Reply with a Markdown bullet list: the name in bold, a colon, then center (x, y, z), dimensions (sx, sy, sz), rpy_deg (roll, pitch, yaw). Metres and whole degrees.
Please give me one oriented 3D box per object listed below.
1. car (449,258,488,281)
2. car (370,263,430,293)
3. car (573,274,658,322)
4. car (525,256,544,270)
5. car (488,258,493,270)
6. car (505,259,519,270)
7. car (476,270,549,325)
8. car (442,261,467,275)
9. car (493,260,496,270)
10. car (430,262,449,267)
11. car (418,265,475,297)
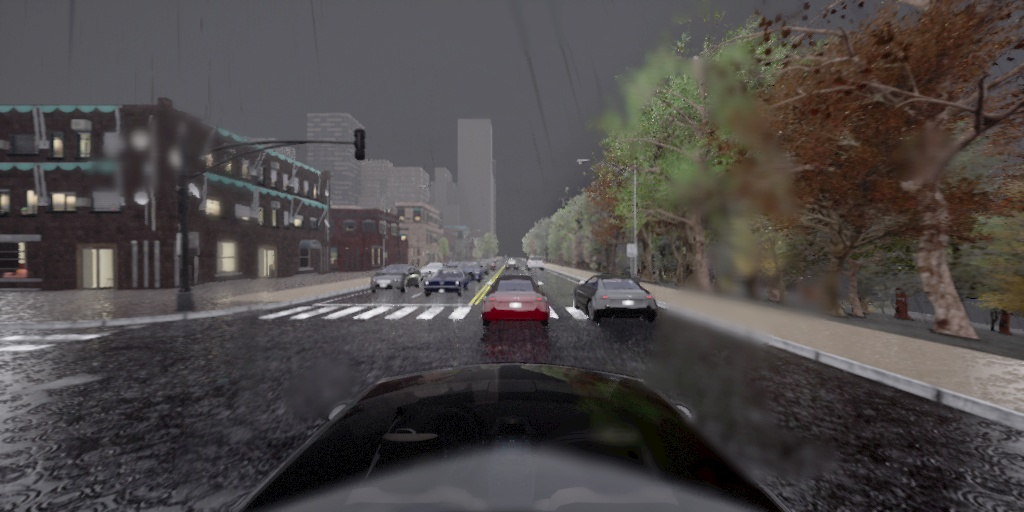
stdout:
- **car**: center (-3.344, 1.115, 28.369), dimensions (2.097, 1.767, 4.553), rpy_deg (0, 0, 0)
- **car**: center (-6.597, 1.251, 20.876), dimensions (2.128, 1.511, 4.902), rpy_deg (0, 0, 0)
- **car**: center (3.349, 1.320, 12.339), dimensions (1.994, 1.385, 4.181), rpy_deg (0, 0, 0)
- **car**: center (3.252, 0.994, 50.007), dimensions (2.150, 2.045, 5.566), rpy_deg (0, 0, 0)
- **car**: center (-3.324, 1.272, 38.349), dimensions (1.837, 1.490, 4.892), rpy_deg (0, 0, 0)
- **car**: center (0.001, 1.374, 50.423), dimensions (1.895, 1.301, 4.718), rpy_deg (0, 0, 0)
- **car**: center (0.100, 1.319, 11.844), dimensions (1.994, 1.385, 4.181), rpy_deg (0, 0, 0)
- **car**: center (-6.556, 1.316, 41.449), dimensions (2.033, 1.411, 5.357), rpy_deg (0, 0, 0)
- **car**: center (-3.247, 1.124, 48.568), dimensions (2.097, 1.767, 4.553), rpy_deg (0, 0, 0)
- **car**: center (-6.592, 1.290, 31.050), dimensions (1.812, 1.442, 4.674), rpy_deg (0, 0, 0)
- **car**: center (-3.350, 1.360, 19.295), dimensions (1.895, 1.301, 4.718), rpy_deg (0, 0, 0)
